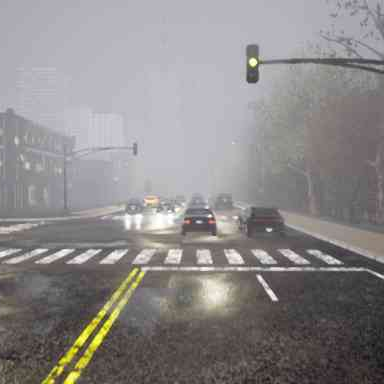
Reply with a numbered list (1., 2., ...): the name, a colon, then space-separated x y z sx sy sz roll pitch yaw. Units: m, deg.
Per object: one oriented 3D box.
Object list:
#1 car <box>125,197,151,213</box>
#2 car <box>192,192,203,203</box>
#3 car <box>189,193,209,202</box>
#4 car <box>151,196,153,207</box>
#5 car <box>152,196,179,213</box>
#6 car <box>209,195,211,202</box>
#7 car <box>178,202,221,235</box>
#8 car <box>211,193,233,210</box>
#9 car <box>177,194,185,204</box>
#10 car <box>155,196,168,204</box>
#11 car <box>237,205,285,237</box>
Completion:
1. car: -6.046 1.441 36.376 2.128 1.511 4.902 0 0 -1
2. car: 1.031 1.125 67.152 2.150 2.045 5.566 0 0 1
3. car: 0.747 1.292 42.292 2.097 1.767 4.553 0 0 1
4. car: -5.859 1.410 47.233 1.882 1.535 5.008 0 0 1
5. car: -2.830 1.440 36.704 2.128 1.511 4.902 0 0 -2
6. car: 4.309 1.392 68.193 2.128 1.511 4.902 0 0 1
7. car: 0.386 1.523 18.771 2.033 1.411 5.357 0 0 1
8. car: 4.006 1.160 42.887 2.150 2.045 5.566 0 0 1
9. car: -2.581 1.420 48.912 2.128 1.511 4.902 0 0 1
10. car: -5.593 1.474 61.889 1.994 1.385 4.181 0 0 1
11. car: 3.625 1.482 17.877 1.837 1.490 4.892 0 0 1
